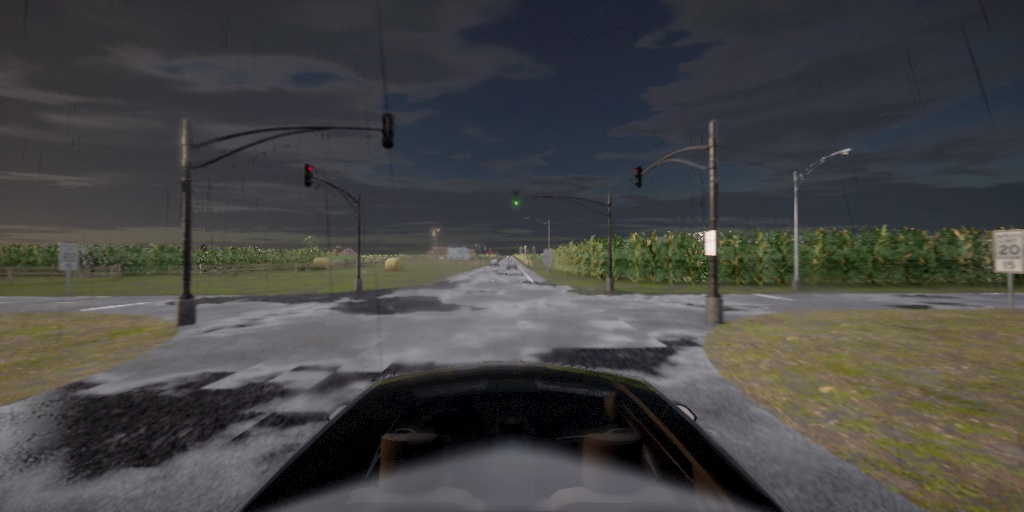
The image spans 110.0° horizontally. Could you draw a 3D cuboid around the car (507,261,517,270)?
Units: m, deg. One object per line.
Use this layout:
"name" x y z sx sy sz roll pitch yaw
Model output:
"car" 0.001 1.748 65.326 2.033 1.411 5.357 0 0 0
